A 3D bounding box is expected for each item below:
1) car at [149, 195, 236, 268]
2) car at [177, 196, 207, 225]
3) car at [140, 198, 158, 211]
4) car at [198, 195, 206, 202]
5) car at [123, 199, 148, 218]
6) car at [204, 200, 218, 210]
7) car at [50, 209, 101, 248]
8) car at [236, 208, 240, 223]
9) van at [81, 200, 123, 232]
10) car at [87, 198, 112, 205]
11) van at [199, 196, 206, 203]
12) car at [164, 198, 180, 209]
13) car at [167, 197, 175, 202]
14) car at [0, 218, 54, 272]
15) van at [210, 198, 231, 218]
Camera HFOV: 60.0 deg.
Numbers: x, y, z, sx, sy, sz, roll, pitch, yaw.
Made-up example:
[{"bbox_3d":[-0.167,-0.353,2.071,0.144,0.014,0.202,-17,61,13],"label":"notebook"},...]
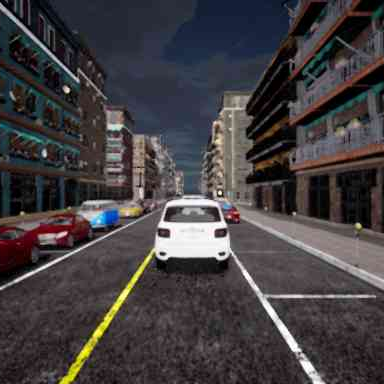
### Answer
[{"bbox_3d":[0.032,1.268,11.528,2.150,2.045,5.566,0,0,1],"label":"car"},{"bbox_3d":[0.033,1.335,26.529,2.150,2.045,5.566,0,0,0],"label":"car"},{"bbox_3d":[-5.739,1.649,45.021,1.967,1.590,4.097,0,0,0],"label":"car"},{"bbox_3d":[2.719,1.855,92.202,2.192,1.841,5.009,-1,0,0],"label":"car"},{"bbox_3d":[-5.695,1.662,31.678,1.752,1.417,4.829,0,0,0],"label":"car"},{"bbox_3d":[2.792,1.813,48.802,1.802,1.307,4.206,0,0,0],"label":"car"},{"bbox_3d":[-5.694,1.641,14.863,1.802,1.307,4.206,0,0,0],"label":"car"},{"bbox_3d":[2.685,1.655,26.161,1.887,1.381,4.507,0,0,0],"label":"car"},{"bbox_3d":[-5.696,1.425,20.527,1.690,1.788,3.998,0,0,0],"label":"van"},{"bbox_3d":[-17.736,1.793,63.988,4.206,1.307,1.802,1,0,0],"label":"car"},{"bbox_3d":[2.809,1.837,86.705,1.690,1.788,3.998,-1,0,0],"label":"van"},{"bbox_3d":[-3.046,1.739,51.465,2.128,1.511,4.902,0,0,1],"label":"car"},{"bbox_3d":[-5.844,2.122,92.250,1.802,1.307,4.206,-1,0,0],"label":"car"},{"bbox_3d":[-5.694,1.617,9.202,1.802,1.307,4.206,0,0,0],"label":"car"},{"bbox_3d":[2.683,1.479,31.823,1.690,1.788,3.998,0,0,0],"label":"van"}]
